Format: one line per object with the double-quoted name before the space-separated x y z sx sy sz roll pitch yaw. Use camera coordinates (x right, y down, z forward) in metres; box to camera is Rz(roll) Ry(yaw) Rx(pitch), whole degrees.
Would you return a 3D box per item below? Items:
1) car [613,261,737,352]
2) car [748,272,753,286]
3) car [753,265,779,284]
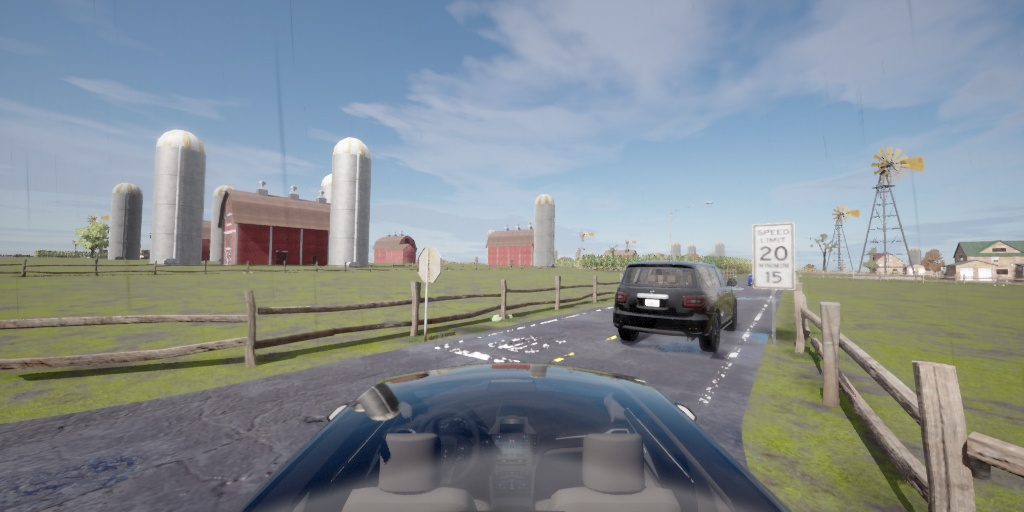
"car" 4.676 1.171 9.862 2.150 2.045 5.566 -1 -2 38
"car" 24.354 2.177 35.032 1.882 1.535 5.008 -1 -2 38
"car" 30.628 2.165 43.156 2.150 2.045 5.566 -1 -2 38
